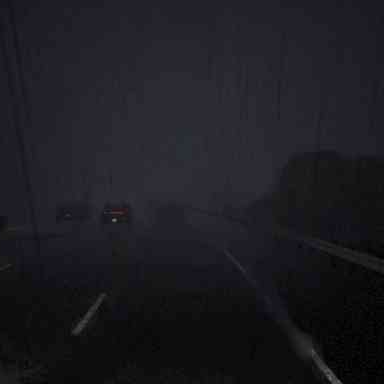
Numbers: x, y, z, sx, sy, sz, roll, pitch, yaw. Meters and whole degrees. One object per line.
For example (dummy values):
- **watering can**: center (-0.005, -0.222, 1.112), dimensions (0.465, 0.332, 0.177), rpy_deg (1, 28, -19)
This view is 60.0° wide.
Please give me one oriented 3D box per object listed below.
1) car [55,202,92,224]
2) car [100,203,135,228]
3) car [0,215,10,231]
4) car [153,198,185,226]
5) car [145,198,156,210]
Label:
- **car**: center (-8.850, 1.467, 25.159), dimensions (1.882, 1.535, 5.008), rpy_deg (0, 0, -8)
- **car**: center (-4.962, 1.479, 22.379), dimensions (2.128, 1.511, 4.902), rpy_deg (0, 0, -7)
- **car**: center (-11.463, 1.563, 17.623), dimensions (1.994, 1.385, 4.181), rpy_deg (0, 0, -5)
- **car**: center (-1.592, 1.460, 23.565), dimensions (1.882, 1.535, 5.008), rpy_deg (0, 0, -7)
- **car**: center (-4.747, 1.449, 41.485), dimensions (1.882, 1.535, 5.008), rpy_deg (0, 0, -12)
